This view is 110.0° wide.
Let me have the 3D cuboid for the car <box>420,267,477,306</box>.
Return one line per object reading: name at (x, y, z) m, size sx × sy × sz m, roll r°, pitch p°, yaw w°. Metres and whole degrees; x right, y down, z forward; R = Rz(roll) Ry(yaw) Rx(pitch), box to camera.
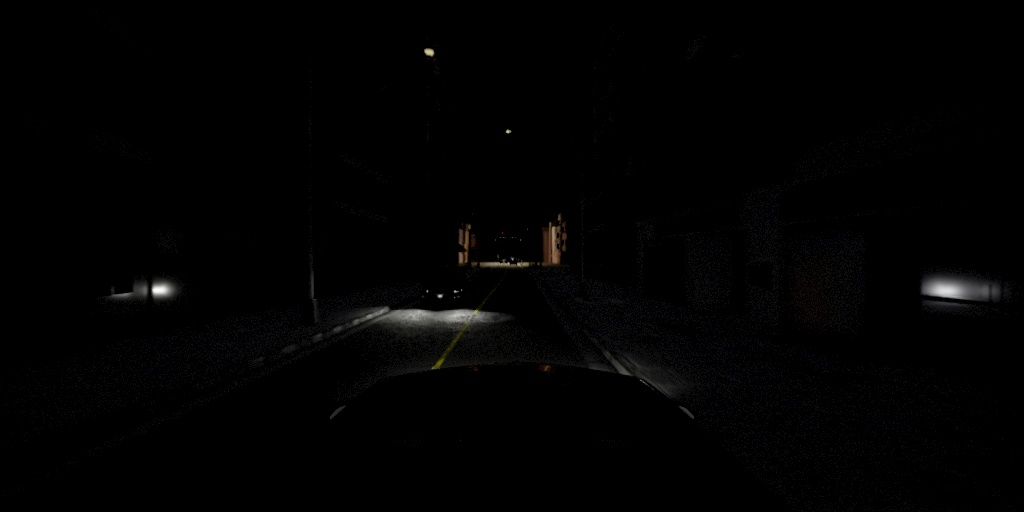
car at (-2.693, 1.285, 16.077) m, size 1.837 × 1.490 × 4.892 m, roll 0°, pitch 0°, yaw 1°
